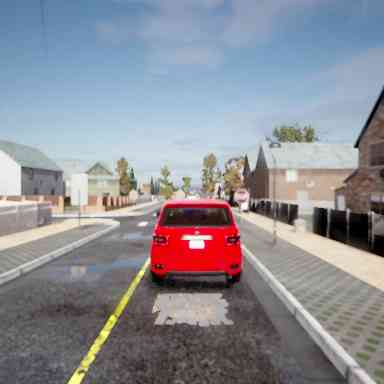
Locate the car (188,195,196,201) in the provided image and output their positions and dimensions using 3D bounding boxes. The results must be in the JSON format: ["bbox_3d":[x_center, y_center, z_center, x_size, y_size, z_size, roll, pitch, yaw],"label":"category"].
[{"bbox_3d":[-0.054,1.457,79.722,1.837,1.490,4.892,0,0,0],"label":"car"}]

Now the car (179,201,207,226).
[{"bbox_3d":[0.075,1.471,23.956,1.812,1.442,4.674,0,0,0],"label":"car"}]

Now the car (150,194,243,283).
[{"bbox_3d":[0.091,1.191,9.690,2.150,2.045,5.566,0,0,0],"label":"car"}]

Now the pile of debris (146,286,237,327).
[{"bbox_3d":[-0.004,2.154,6.407,1.500,0.140,1.860,0,0,0],"label":"pile of debris"}]
